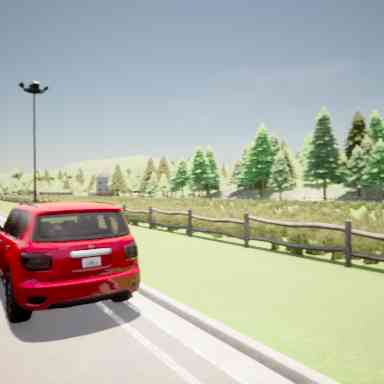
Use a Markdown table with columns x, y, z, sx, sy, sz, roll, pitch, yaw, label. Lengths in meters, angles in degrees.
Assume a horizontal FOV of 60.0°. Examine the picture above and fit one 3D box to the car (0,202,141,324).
| x | y | z | sx | sy | sz | roll | pitch | yaw | label |
| --- | --- | --- | --- | --- | --- | --- | --- | --- | --- |
| -3.136 | 1.238 | 7.601 | 2.150 | 2.045 | 5.566 | 0 | 0 | -34 | car |
